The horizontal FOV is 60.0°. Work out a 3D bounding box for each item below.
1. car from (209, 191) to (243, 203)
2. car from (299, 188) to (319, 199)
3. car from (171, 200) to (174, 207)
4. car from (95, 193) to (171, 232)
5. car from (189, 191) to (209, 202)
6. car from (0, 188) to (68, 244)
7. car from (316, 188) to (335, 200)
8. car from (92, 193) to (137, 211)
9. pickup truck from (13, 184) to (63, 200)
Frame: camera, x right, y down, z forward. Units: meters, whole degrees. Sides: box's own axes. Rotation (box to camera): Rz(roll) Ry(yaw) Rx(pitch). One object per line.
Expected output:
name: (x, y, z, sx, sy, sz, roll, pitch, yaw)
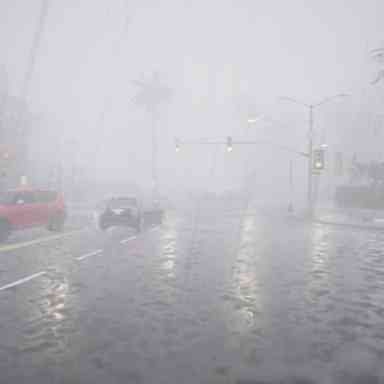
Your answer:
car: (4.899, 0.663, 44.275, 2.128, 1.511, 4.902, 2, 1, 41)
car: (22.070, 0.274, 60.304, 5.566, 2.045, 2.150, 0, 1, -21)
car: (-3.320, 0.964, 29.858, 1.895, 1.301, 4.718, 1, 1, 19)
car: (-2.962, 0.962, 17.599, 2.097, 1.767, 4.553, 1, 1, 14)
car: (1.648, 0.596, 45.808, 2.128, 1.511, 4.902, 2, 1, 41)
car: (-7.601, 0.848, 14.128, 2.150, 2.045, 5.566, 1, 1, 14)
car: (24.546, 0.615, 57.424, 5.008, 1.535, 1.882, 0, 1, -19)
car: (-6.887, 0.843, 30.112, 1.812, 1.442, 4.674, 1, 1, 18)
pickup truck: (-21.715, -0.095, 46.906, 6.274, 2.098, 2.390, 1, 1, 13)
